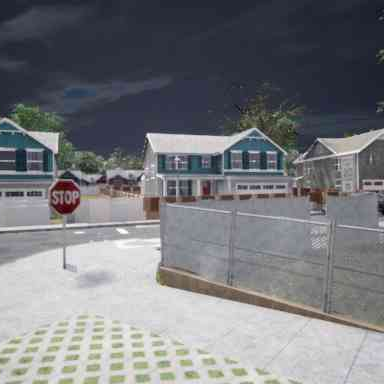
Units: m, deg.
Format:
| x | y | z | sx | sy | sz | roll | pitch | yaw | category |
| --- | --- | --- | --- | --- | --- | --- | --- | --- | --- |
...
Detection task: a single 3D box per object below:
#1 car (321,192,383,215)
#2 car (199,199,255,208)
| x | y | z | sx | sy | sz | roll | pitch | yaw | category |
| --- | --- | --- | --- | --- | --- | --- | --- | --- | --- |
| 10.487 | 0.772 | 20.988 | 4.892 | 1.490 | 1.837 | -2 | 0 | -17 | car |
| 1.152 | 1.066 | 18.002 | 5.357 | 1.411 | 2.033 | -2 | 0 | -18 | car |
